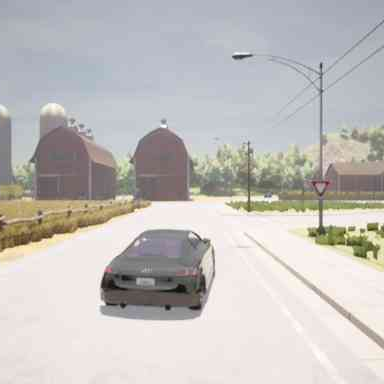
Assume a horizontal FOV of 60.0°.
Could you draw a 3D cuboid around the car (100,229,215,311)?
[{"bbox_3d":[-0.541,1.551,7.873,1.994,1.385,4.181,0,0,8],"label":"car"}]
